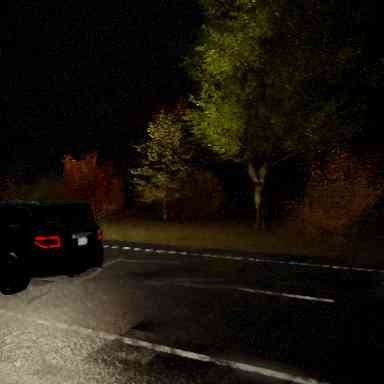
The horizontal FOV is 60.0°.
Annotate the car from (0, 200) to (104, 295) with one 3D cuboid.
[{"bbox_3d":[-4.950,1.220,8.791,5.566,2.045,2.150,0,0,25],"label":"car"}]
